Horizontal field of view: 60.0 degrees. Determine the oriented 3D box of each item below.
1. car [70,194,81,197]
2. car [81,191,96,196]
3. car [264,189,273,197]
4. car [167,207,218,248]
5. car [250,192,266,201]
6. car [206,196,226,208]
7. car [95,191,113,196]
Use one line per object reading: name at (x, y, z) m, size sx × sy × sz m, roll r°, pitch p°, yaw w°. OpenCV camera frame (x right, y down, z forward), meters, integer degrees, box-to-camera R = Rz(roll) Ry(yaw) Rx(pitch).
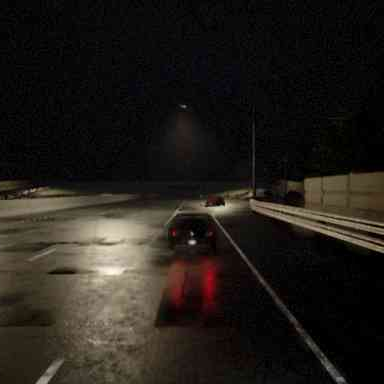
car at (-27.748, 1.218, 79.897) m, size 2.033 × 1.411 × 5.357 m, roll 0°, pitch 0°, yaw 0°
car at (-24.248, 1.156, 79.885) m, size 1.882 × 1.535 × 5.008 m, roll 0°, pitch 0°, yaw 0°
car at (21.355, 0.160, 93.142) m, size 2.150 × 2.045 × 5.566 m, roll 0°, pitch 3°, yaw 15°
car at (0.022, 1.536, 14.358) m, size 1.895 × 1.301 × 4.718 m, roll 0°, pitch 0°, yaw 0°
car at (13.206, 1.251, 68.062) m, size 1.882 × 1.535 × 5.008 m, roll 1°, pitch 1°, yaw 21°
car at (3.225, 1.320, 44.690) m, size 1.812 × 1.442 × 4.674 m, roll -1°, pitch 0°, yaw 20°
car at (-20.748, 0.904, 79.842) m, size 2.150 × 2.045 × 5.566 m, roll 0°, pitch 0°, yaw 0°
